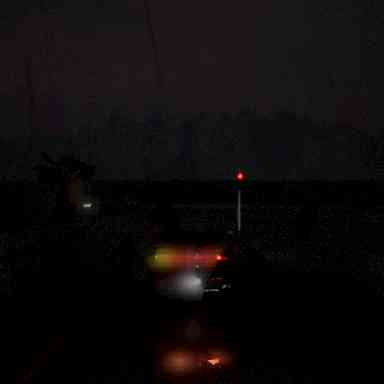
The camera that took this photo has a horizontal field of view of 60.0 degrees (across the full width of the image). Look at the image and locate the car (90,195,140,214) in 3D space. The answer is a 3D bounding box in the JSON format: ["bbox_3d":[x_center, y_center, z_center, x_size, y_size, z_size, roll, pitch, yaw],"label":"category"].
[{"bbox_3d":[-7.226,1.090,31.063,4.553,1.767,2.097,0,1,20],"label":"car"}]

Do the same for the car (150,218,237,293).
[{"bbox_3d":[0.052,1.431,8.646,1.837,1.490,4.892,0,0,1],"label":"car"}]
